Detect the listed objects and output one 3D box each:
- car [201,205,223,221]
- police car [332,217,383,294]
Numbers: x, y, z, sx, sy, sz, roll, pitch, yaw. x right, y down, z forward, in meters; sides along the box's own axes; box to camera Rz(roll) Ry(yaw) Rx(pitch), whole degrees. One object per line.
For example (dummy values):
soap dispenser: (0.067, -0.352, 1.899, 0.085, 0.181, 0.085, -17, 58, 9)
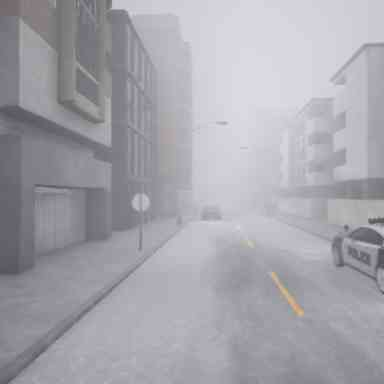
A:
car: (1.967, 1.974, 32.098, 2.033, 1.411, 5.357, 0, -1, 5)
police car: (5.372, 1.493, 9.074, 1.930, 1.638, 5.238, -4, -1, 5)
